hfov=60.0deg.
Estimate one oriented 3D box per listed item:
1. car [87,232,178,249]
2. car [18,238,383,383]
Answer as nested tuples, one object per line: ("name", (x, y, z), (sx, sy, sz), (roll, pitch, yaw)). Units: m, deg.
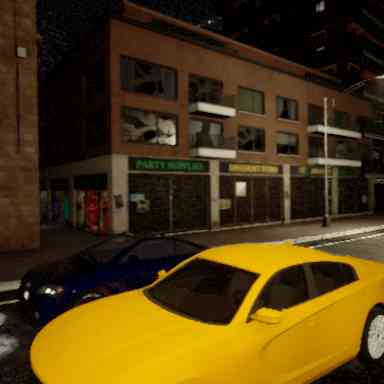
("car", (-1.206, 1.561, 6.847), (4.181, 1.385, 1.994), (-1, 0, -36))
("car", (0.696, 1.463, 4.209), (5.008, 1.535, 1.882), (-1, 0, -36))
